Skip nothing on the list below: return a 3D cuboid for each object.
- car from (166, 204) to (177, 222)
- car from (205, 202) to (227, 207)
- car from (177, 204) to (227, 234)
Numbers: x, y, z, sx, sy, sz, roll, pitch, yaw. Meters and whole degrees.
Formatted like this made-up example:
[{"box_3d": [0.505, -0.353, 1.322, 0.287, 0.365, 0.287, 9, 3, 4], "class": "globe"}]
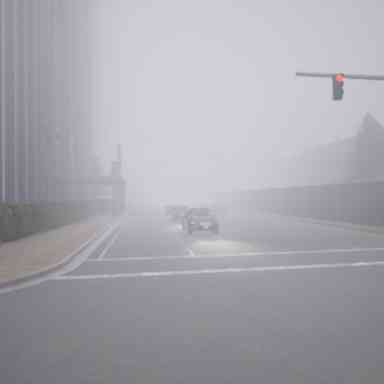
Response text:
[{"box_3d": [-0.976, 1.998, 31.759, 2.128, 1.511, 4.902, -1, -1, -8], "class": "car"}, {"box_3d": [3.833, 2.208, 48.583, 2.128, 1.511, 4.902, -1, -1, -8], "class": "car"}, {"box_3d": [0.480, 1.813, 21.581, 2.128, 1.511, 4.902, -1, -1, -8], "class": "car"}]
